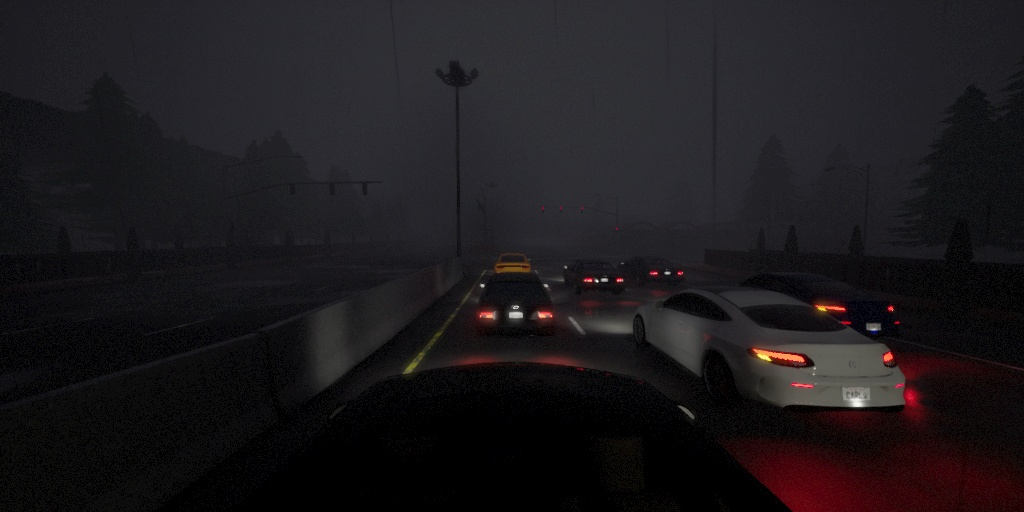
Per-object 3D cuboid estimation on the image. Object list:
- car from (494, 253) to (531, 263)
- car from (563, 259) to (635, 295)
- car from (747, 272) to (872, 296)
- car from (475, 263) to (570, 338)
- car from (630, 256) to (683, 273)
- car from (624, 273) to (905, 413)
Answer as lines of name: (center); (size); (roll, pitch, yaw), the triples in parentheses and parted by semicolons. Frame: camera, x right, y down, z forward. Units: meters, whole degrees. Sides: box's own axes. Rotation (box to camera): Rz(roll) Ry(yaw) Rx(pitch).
car: (0.023, 0.562, 19.516); (1.882, 1.535, 5.008); (0, 3, 0)
car: (3.533, 0.823, 16.206); (2.033, 1.411, 5.357); (0, 3, 0)
car: (7.066, 1.137, 9.310); (1.812, 1.442, 4.674); (0, 2, 0)
car: (0.069, 1.143, 9.720); (2.033, 1.411, 5.357); (0, 2, 0)
car: (7.028, 0.681, 18.711); (2.033, 1.411, 5.357); (0, 3, 0)
car: (3.580, 1.225, 6.039); (1.812, 1.442, 4.674); (0, 1, 0)
